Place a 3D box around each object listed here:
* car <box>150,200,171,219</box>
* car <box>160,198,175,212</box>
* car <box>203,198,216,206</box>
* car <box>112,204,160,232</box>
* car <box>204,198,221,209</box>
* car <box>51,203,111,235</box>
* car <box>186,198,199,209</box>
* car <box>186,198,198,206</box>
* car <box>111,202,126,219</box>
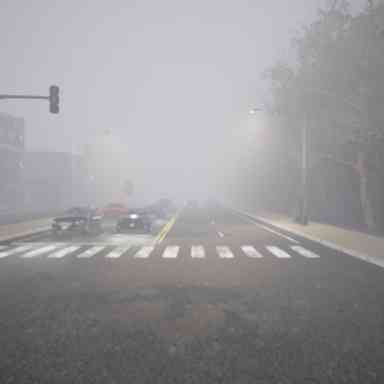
[{"bbox_3d":[-3.365,1.720,30.654,1.994,1.385,4.181,0,0,0],"label":"car"},{"bbox_3d":[-3.351,1.563,41.429,2.097,1.767,4.553,0,0,2],"label":"car"},{"bbox_3d":[3.211,1.857,61.264,2.033,1.411,5.357,0,0,0],"label":"car"},{"bbox_3d":[-3.364,1.670,20.695,1.994,1.385,4.181,0,0,0],"label":"car"},{"bbox_3d":[3.317,1.861,51.246,1.895,1.301,4.718,0,0,0],"label":"car"},{"bbox_3d":[-6.613,1.592,19.708,2.128,1.511,4.902,0,0,0],"label":"car"},{"bbox_3d":[0.063,1.862,51.416,1.895,1.301,4.718,0,0,0],"label":"car"},{"bbox_3d":[-0.036,1.800,61.183,2.128,1.511,4.902,0,0,0],"label":"car"},{"bbox_3d":[-6.616,1.626,29.212,1.882,1.535,5.008,0,0,0],"label":"car"}]
